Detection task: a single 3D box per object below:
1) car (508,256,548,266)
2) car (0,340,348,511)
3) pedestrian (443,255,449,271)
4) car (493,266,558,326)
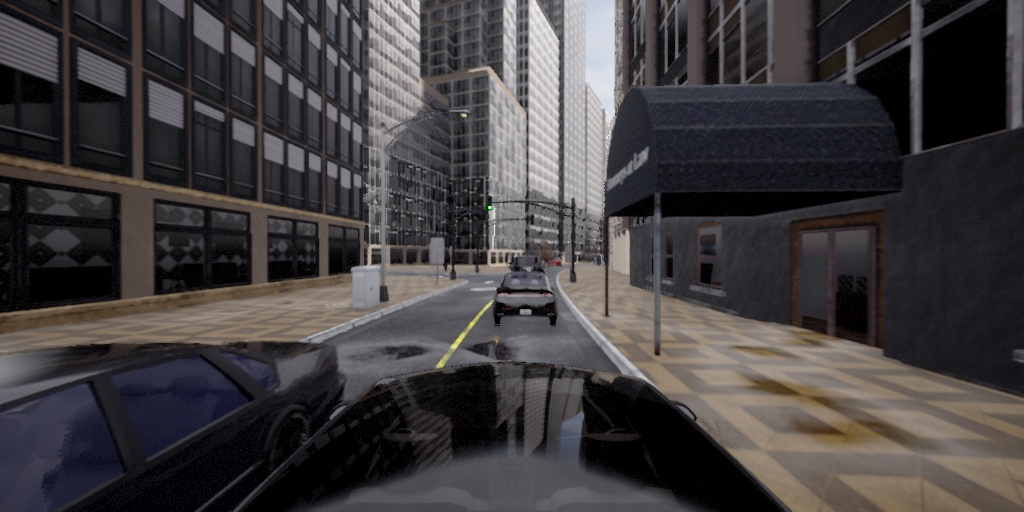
[{"bbox_3d":[0.973,1.000,25.252,2.150,2.045,5.566,0,0,-1],"label":"car"},{"bbox_3d":[-2.807,1.296,1.781,2.033,1.411,5.357,0,0,0],"label":"car"},{"bbox_3d":[-7.251,0.754,39.237,0.375,1.860,0.375,0,0,21],"label":"pedestrian"},{"bbox_3d":[0.431,1.252,11.796,2.128,1.511,4.902,0,0,2],"label":"car"}]
